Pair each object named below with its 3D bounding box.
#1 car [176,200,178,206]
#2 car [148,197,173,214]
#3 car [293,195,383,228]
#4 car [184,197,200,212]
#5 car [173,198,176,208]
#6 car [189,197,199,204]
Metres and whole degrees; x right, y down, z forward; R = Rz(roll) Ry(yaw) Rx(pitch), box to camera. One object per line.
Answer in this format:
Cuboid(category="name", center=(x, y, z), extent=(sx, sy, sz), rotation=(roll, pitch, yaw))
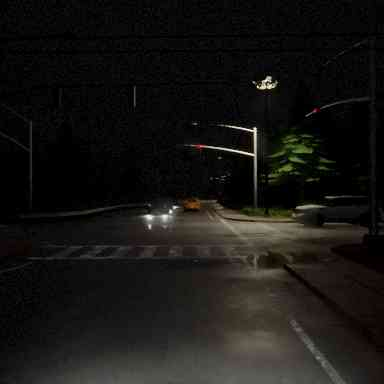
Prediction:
Cuboid(category="car", center=(-3.508, 1.724, 56.641), extent=(1.994, 1.385, 4.181), rotation=(0, 0, 1))
Cuboid(category="car", center=(-3.612, 1.464, 36.691), extent=(2.097, 1.767, 4.553), rotation=(0, 0, 0))
Cuboid(category="car", center=(9.616, 1.256, 22.074), extent=(5.566, 2.045, 2.150), rotation=(0, 0, 1))
Cuboid(category="car", center=(0.032, 1.582, 41.192), extent=(1.882, 1.535, 5.008), rotation=(0, 0, 1))
Cuboid(category="car", center=(-3.598, 1.641, 46.562), extent=(1.837, 1.490, 4.892), rotation=(0, 0, 0))
Cuboid(category="car", center=(0.424, 1.693, 67.927), extent=(1.812, 1.442, 4.674), rotation=(0, 0, 2))
